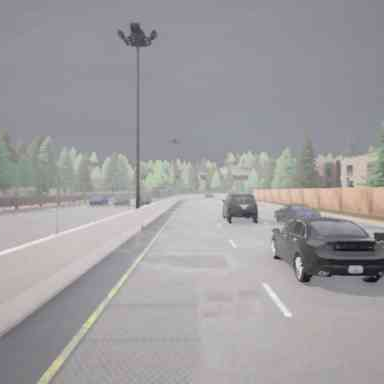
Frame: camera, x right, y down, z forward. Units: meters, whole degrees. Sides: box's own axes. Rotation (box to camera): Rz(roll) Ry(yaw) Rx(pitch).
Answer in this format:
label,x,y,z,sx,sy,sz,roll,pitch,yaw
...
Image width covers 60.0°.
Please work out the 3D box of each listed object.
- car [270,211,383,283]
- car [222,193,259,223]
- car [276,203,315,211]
label,x,y,z,sx,sy,sz,roll,pitch,yaw
car,3.552,1.470,9.543,1.837,1.490,4.892,0,-1,1
car,3.559,1.147,25.118,2.150,2.045,5.566,0,0,0
car,7.037,1.479,22.555,2.033,1.411,5.357,0,0,0
